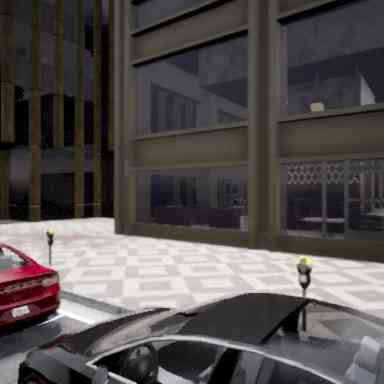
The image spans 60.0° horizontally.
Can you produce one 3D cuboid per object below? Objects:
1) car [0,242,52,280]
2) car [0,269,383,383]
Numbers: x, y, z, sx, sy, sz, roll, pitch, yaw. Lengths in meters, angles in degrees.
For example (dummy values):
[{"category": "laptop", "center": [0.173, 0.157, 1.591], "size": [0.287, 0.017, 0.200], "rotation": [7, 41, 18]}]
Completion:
[{"category": "car", "center": [-4.216, 1.537, 5.970], "size": [4.507, 1.381, 1.887], "rotation": [0, 0, 35]}, {"category": "car", "center": [0.358, 1.565, 2.708], "size": [4.313, 1.339, 1.947], "rotation": [0, 0, 35]}]
